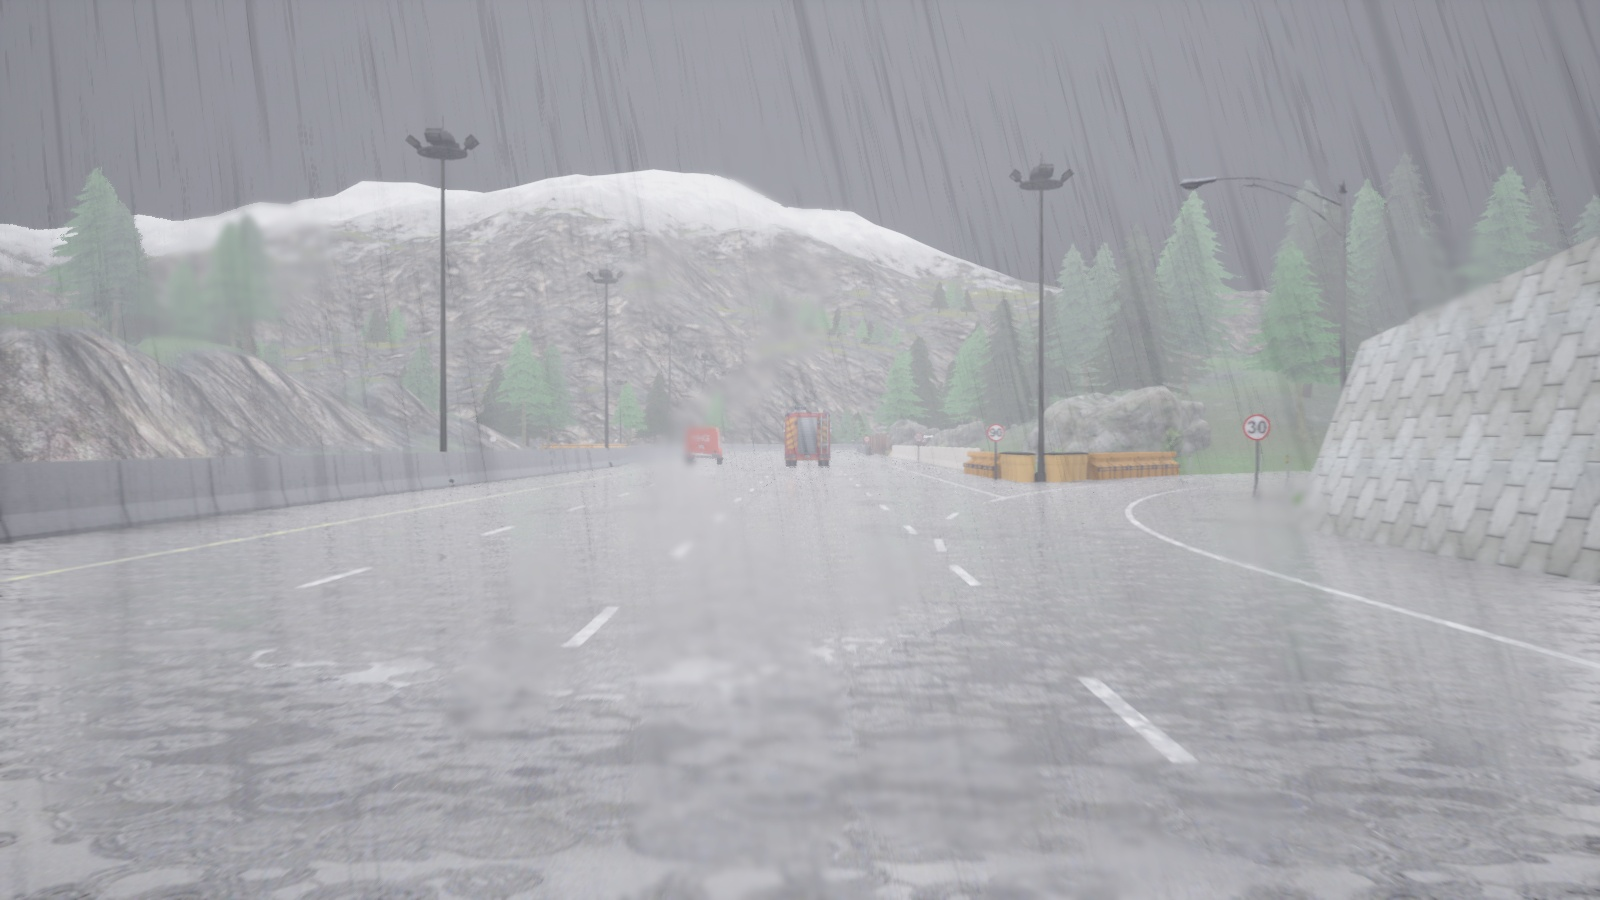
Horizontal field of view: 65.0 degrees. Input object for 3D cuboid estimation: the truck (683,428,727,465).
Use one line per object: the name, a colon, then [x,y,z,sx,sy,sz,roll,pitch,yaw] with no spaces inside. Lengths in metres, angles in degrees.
truck: [-6.494,-0.268,86.367,2.627,2.467,5.204,0,0,0]

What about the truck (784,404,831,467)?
truck: [0.479,-0.908,81.520,2.891,3.827,8.468,0,0,0]
